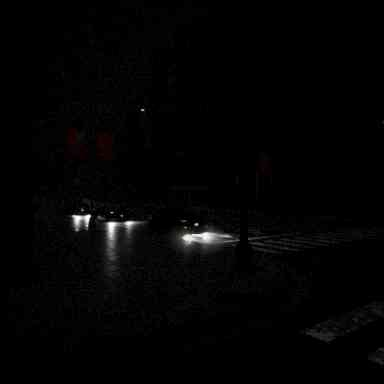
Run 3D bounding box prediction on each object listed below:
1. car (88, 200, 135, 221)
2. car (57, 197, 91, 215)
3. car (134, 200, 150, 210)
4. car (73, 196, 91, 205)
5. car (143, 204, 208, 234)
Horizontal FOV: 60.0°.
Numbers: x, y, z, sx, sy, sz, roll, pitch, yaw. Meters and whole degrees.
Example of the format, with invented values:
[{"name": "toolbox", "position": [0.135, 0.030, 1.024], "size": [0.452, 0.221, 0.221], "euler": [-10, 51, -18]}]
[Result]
[{"name": "car", "position": [-6.909, 1.618, 28.224], "size": [1.812, 1.442, 4.674], "euler": [0, 0, -36]}, {"name": "car", "position": [-12.738, 1.622, 36.347], "size": [2.128, 1.511, 4.902], "euler": [0, 0, -35]}, {"name": "car", "position": [-7.342, 1.731, 45.875], "size": [1.994, 1.385, 4.181], "euler": [0, 0, -36]}, {"name": "car", "position": [-21.996, 1.612, 66.267], "size": [2.097, 1.767, 4.553], "euler": [0, 0, -36]}, {"name": "car", "position": [-0.913, 1.617, 19.875], "size": [1.994, 1.385, 4.181], "euler": [0, 0, -36]}]
